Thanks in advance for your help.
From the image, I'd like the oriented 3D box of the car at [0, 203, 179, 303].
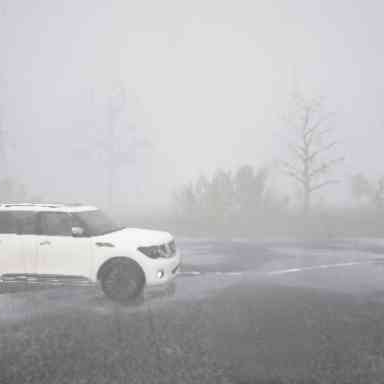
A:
[{"bbox_3d":[-3.113,1.311,8.140,5.566,2.045,2.150,0,0,6],"label":"car"}]
